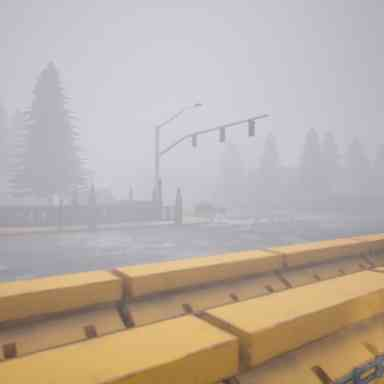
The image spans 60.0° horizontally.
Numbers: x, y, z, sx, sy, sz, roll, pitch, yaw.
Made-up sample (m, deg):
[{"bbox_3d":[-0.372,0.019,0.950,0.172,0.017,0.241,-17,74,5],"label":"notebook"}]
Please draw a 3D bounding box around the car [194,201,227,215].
[{"bbox_3d":[2.070,1.798,38.672,1.812,1.442,4.674,1,0,-36],"label":"car"}]
